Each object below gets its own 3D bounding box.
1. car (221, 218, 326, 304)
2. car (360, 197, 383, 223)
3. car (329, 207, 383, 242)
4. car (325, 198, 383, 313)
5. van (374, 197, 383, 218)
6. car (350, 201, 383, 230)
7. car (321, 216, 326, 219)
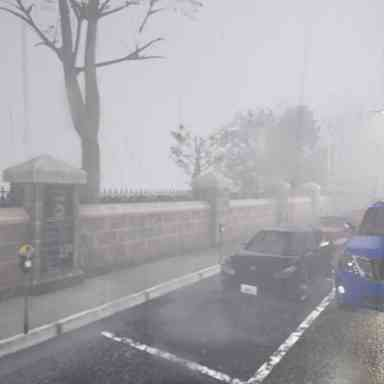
[{"bbox_3d":[2.369,1.555,8.342,1.947,1.339,4.313,1,0,35],"label":"car"},{"bbox_3d":[15.203,1.392,26.846,2.192,1.841,5.009,1,0,35],"label":"car"},{"bbox_3d":[8.785,1.571,17.594,1.887,1.381,4.507,1,0,35],"label":"car"},{"bbox_3d":[4.747,1.242,7.220,2.150,2.045,5.566,1,0,35],"label":"car"},{"bbox_3d":[18.411,1.444,31.473,1.690,1.788,3.998,1,0,35],"label":"van"},{"bbox_3d":[11.993,1.491,22.218,1.967,1.590,4.097,1,0,35],"label":"car"},{"bbox_3d":[5.577,1.588,12.969,1.802,1.307,4.206,1,0,35],"label":"car"}]
